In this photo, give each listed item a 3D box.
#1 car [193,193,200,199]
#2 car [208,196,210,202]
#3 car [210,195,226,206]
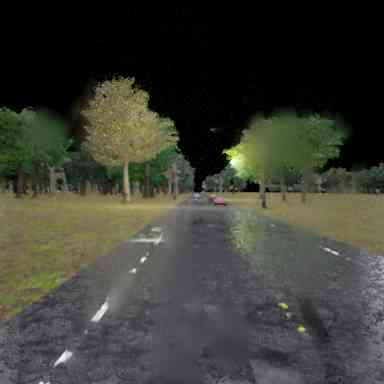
[{"bbox_3d":[1.347,1.247,93.519,1.882,1.535,5.008,1,0,1],"label":"car"},{"bbox_3d":[4.528,1.327,71.729,1.882,1.535,5.008,1,0,1],"label":"car"},{"bbox_3d":[4.364,1.465,53.712,1.994,1.385,4.181,1,0,1],"label":"car"}]
